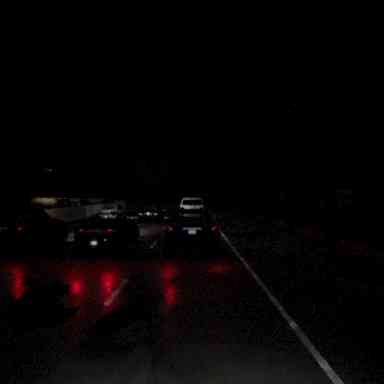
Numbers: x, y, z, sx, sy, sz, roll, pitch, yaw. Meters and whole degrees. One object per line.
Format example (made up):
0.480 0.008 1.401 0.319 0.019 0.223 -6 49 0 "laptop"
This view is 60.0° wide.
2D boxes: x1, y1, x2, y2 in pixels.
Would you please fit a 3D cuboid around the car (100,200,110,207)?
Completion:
-17.358 2.217 66.380 1.895 1.301 4.718 0 -1 -14 "car"

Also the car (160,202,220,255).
0.007 1.483 14.081 2.097 1.767 4.553 0 -1 0 "car"

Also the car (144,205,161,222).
-3.492 1.819 28.986 2.033 1.411 5.357 0 -1 0 "car"

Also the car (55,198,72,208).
-22.941 1.909 59.388 2.097 1.767 4.553 0 -1 -11 "car"

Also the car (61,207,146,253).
-3.492 1.627 14.296 2.128 1.511 4.902 0 0 0 "car"

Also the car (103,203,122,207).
-6.987 1.801 29.375 1.812 1.442 4.674 0 0 0 "car"

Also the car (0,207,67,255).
-6.994 1.483 14.084 2.097 1.767 4.553 0 -1 0 "car"

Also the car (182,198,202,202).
0.008 1.489 29.027 2.150 2.045 5.566 0 0 0 "car"
